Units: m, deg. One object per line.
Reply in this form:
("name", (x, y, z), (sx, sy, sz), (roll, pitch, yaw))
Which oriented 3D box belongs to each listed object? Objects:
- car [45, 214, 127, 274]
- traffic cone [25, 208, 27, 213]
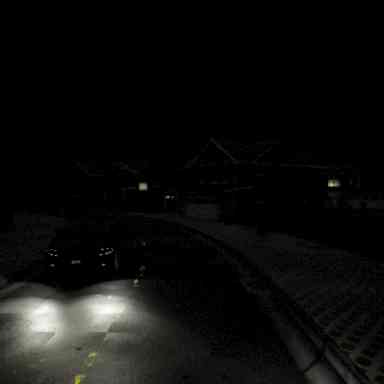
("car", (-3.256, 1.542, 11.046), (1.882, 1.535, 5.008), (0, 0, -7))
("traffic cone", (-19.513, 2.178, 39.038), (0.340, 0.580, 0.340), (0, 0, 45))
